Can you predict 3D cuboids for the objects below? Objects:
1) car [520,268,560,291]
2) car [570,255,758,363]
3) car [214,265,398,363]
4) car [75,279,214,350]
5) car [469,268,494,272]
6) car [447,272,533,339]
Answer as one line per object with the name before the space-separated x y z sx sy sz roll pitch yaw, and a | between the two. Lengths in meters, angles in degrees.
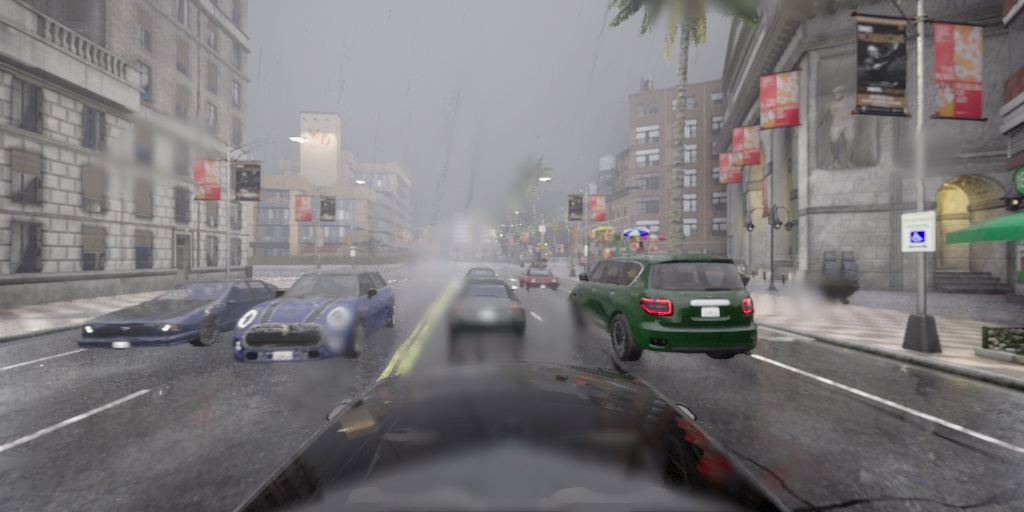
car | 1.553 1.421 22.358 1.895 1.301 4.718 0 0 -6
car | 2.973 0.994 8.430 2.150 2.045 5.566 0 0 -5
car | -4.149 1.127 8.393 2.097 1.767 4.553 0 0 -6
car | -7.775 1.329 9.524 2.033 1.411 5.357 0 0 -6
car | -1.758 1.364 20.476 2.033 1.411 5.357 0 0 -6
car | -0.736 1.344 10.321 1.994 1.385 4.181 0 0 -5
